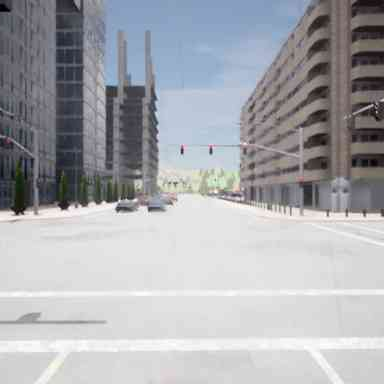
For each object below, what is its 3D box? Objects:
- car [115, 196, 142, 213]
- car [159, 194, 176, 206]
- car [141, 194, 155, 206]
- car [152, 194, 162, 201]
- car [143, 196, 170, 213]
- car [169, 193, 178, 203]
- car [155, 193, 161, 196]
[{"bbox_3d":[-7.323,1.536,37.649,2.033,1.411,5.357,0,0,-1],"label":"car"},{"bbox_3d":[-4.059,1.509,54.612,1.812,1.442,4.674,0,0,0],"label":"car"},{"bbox_3d":[-7.547,1.337,52.836,2.097,1.767,4.553,0,0,0],"label":"car"},{"bbox_3d":[-7.632,1.093,72.769,1.837,1.490,4.892,0,0,-1],"label":"car"},{"bbox_3d":[-3.924,1.536,37.762,2.033,1.411,5.357,0,0,0],"label":"car"},{"bbox_3d":[-4.115,1.173,70.940,2.150,2.045,5.566,0,0,-1],"label":"car"},{"bbox_3d":[-7.575,1.528,66.382,2.033,1.411,5.357,0,0,-1],"label":"car"}]
